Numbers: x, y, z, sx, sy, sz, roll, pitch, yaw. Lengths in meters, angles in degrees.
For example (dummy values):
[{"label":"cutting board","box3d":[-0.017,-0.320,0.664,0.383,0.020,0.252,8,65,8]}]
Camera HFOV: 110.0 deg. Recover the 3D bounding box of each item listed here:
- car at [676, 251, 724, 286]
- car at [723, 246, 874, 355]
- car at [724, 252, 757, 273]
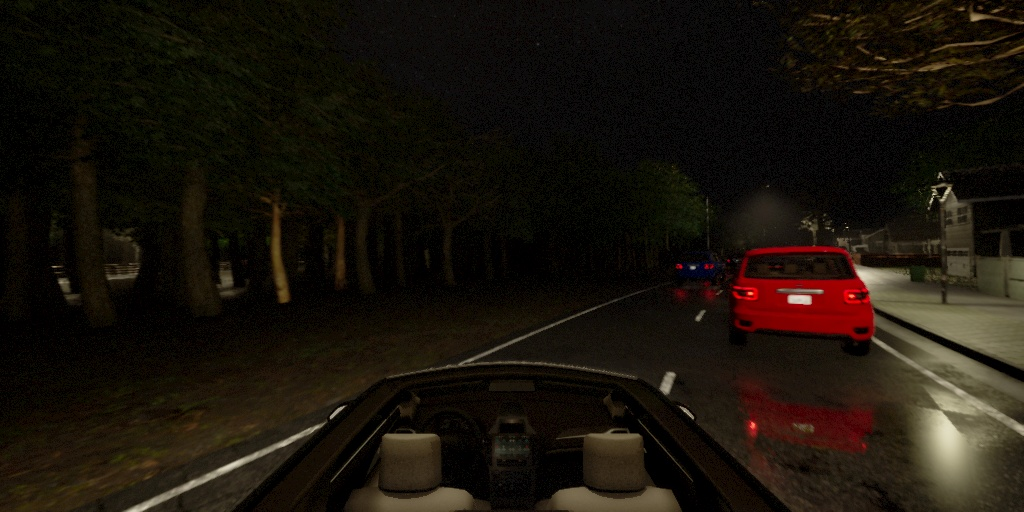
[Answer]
[{"label":"car","box3d":[12.051,0.732,22.761,2.150,2.045,5.566,-2,0,38]},{"label":"car","box3d":[6.415,0.821,8.514,2.150,2.045,5.566,-2,0,32]},{"label":"car","box3d":[24.121,0.619,37.782,2.150,2.045,5.566,-2,0,40]}]
